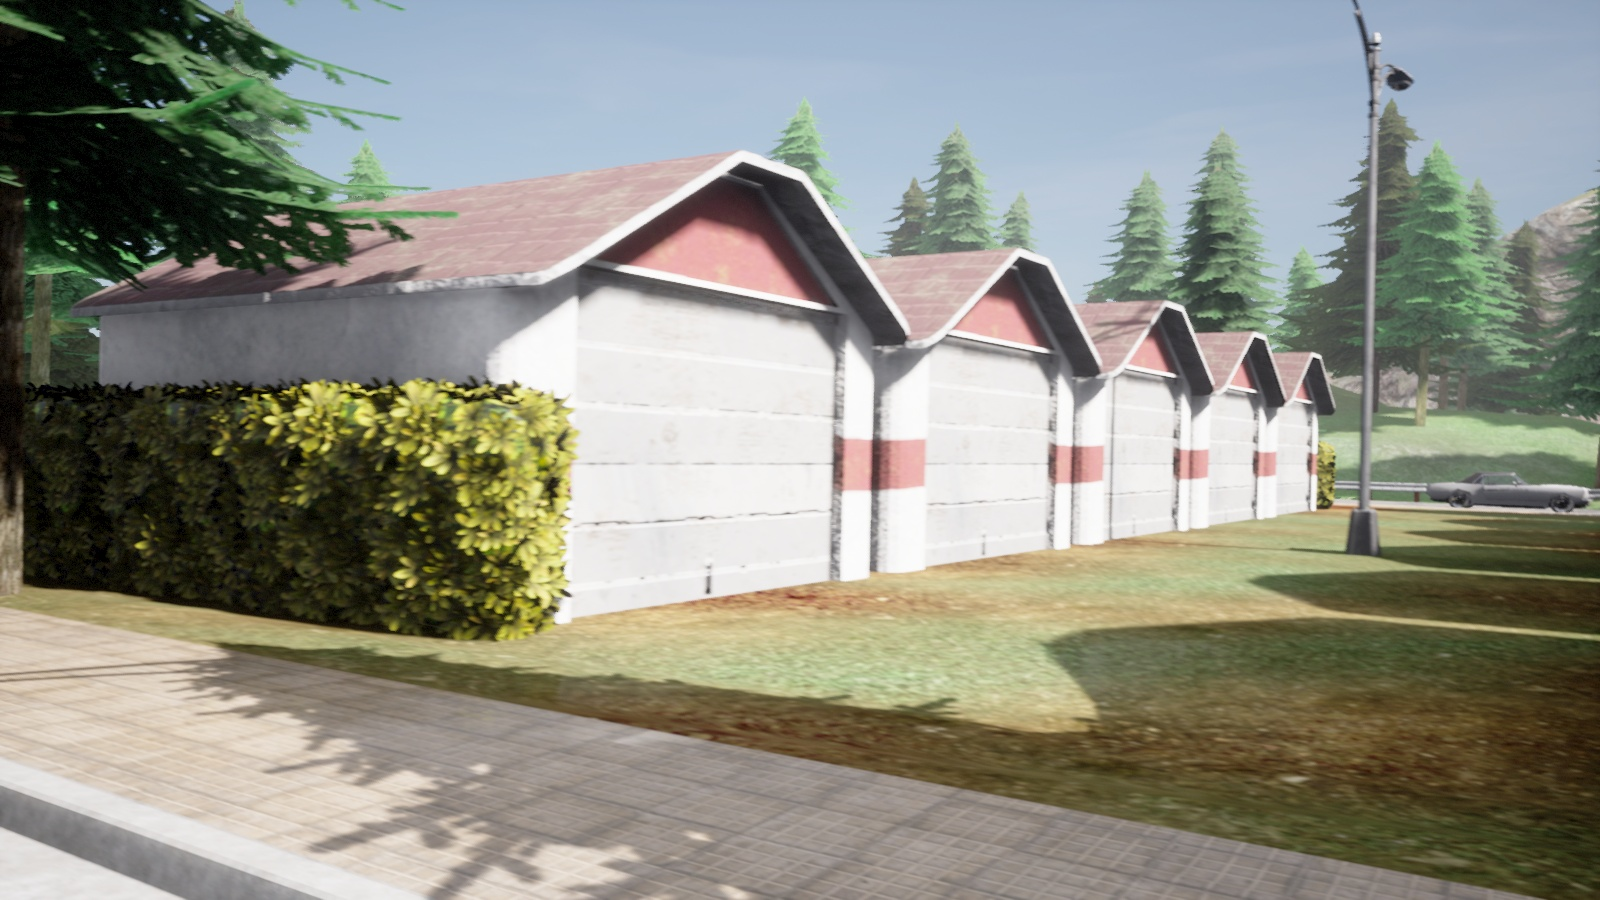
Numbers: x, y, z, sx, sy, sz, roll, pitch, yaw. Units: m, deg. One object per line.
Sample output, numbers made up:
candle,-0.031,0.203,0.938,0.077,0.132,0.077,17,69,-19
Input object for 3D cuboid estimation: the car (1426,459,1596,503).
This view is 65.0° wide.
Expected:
car,23.267,0.984,41.163,4.718,1.301,1.895,0,0,34
